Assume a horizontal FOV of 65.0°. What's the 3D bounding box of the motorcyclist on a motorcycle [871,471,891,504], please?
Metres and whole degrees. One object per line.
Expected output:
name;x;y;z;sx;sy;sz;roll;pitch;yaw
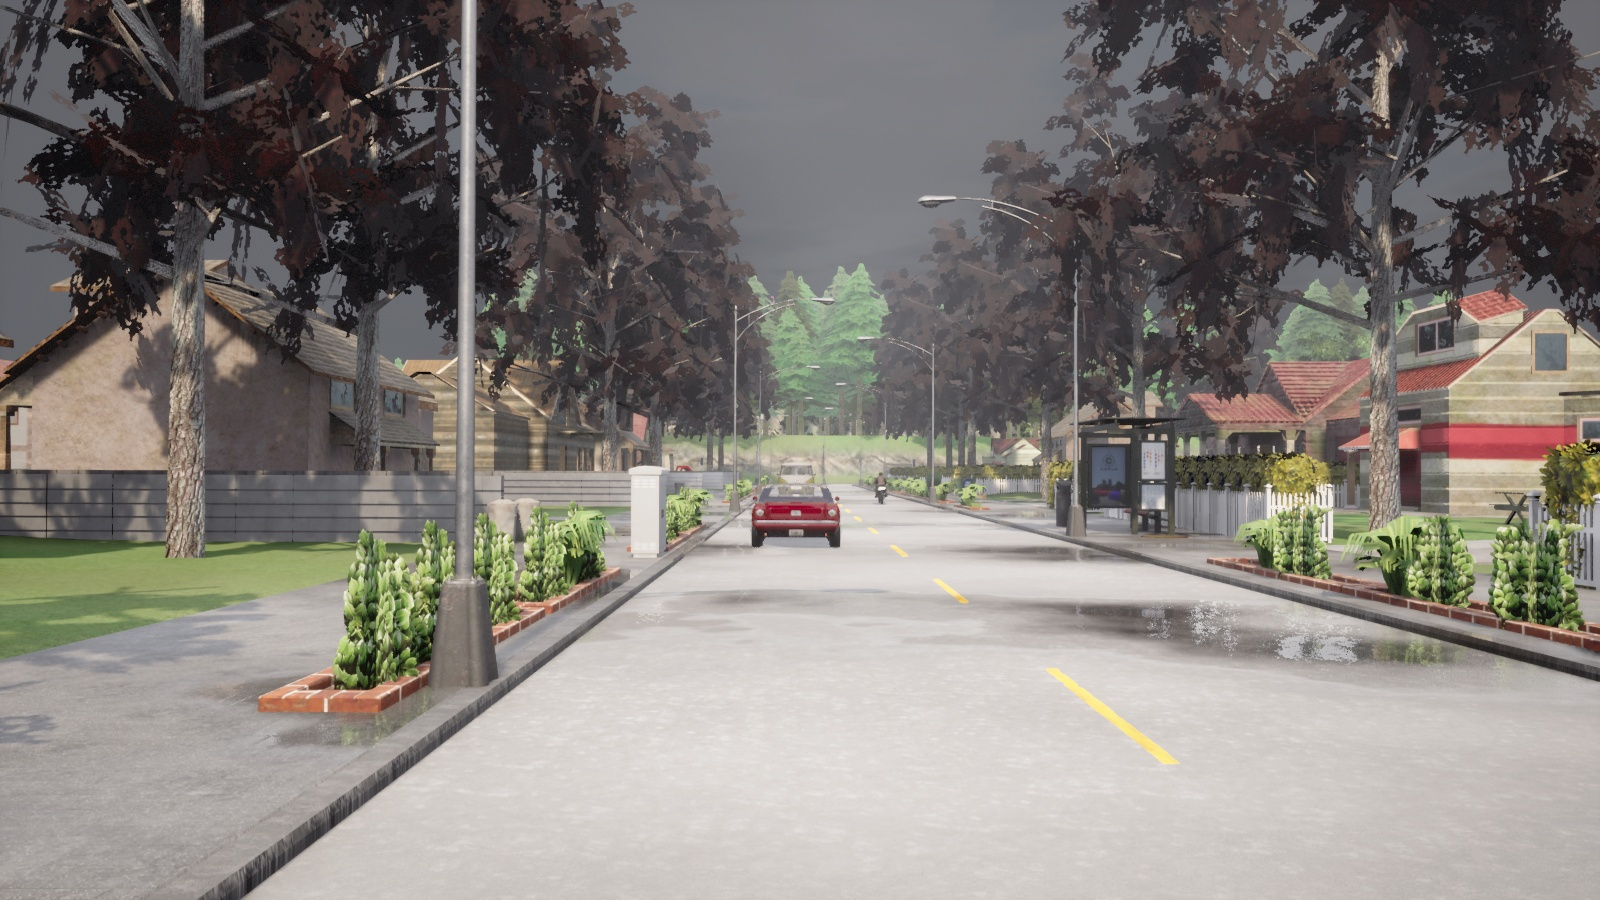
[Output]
motorcyclist on a motorcycle;3.838;1.781;59.671;0.797;1.523;2.044;0;-1;0

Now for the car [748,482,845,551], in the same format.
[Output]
car;-0.074;1.369;27.098;1.895;1.301;4.718;0;-1;0

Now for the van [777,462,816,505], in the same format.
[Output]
van;-0.165;1.582;60.513;1.775;1.987;4.442;0;-1;0
